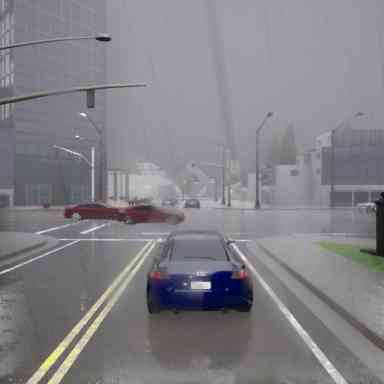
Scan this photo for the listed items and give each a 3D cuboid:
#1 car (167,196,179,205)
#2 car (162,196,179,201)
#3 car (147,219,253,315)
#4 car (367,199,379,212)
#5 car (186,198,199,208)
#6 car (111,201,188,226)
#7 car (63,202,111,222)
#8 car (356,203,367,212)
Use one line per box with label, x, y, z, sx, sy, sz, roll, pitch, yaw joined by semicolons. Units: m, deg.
car;-3.516;1.505;61.561;1.837;1.490;4.892;0;0;1
car;-3.566;1.491;51.162;2.128;1.511;4.902;0;0;0
car;0.091;1.564;7.685;1.994;1.385;4.181;0;0;-2
car;20.520;1.515;33.571;4.181;1.385;1.994;0;0;0
car;0.059;1.563;47.800;1.994;1.385;4.181;0;0;1
car;-2.829;1.542;22.697;4.674;1.442;1.812;0;0;0
car;-7.572;1.519;26.529;5.008;1.535;1.882;0;0;-8
car;20.760;1.477;37.085;4.674;1.442;1.812;0;0;-2
